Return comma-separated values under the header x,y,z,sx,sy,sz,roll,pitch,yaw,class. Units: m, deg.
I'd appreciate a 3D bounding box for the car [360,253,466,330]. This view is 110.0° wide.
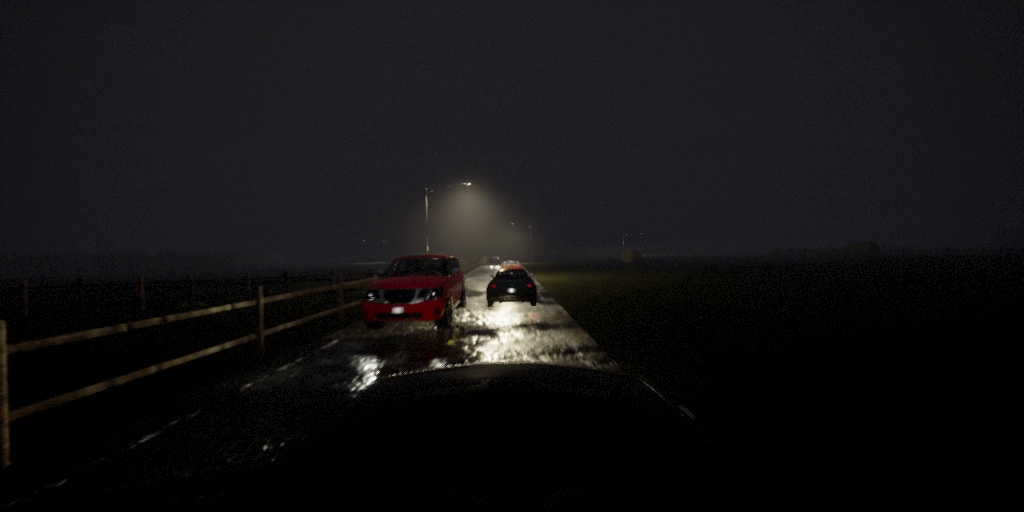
x,y,z,sx,sy,sz,roll,pitch,yaw,class
-2.798,0.939,11.474,2.150,2.045,5.566,-1,1,0,car

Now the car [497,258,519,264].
x,y,z,sx,sy,sz,roll,pitch,yaw,class
-0.060,1.092,32.702,1.895,1.301,4.718,-1,0,0,car

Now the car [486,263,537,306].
x,y,z,sx,sy,sz,roll,pitch,yaw,class
-0.008,1.204,15.085,1.994,1.385,4.181,-1,1,0,car

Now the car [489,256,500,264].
x,y,z,sx,sy,sz,roll,pitch,yaw,class
-2.969,0.759,64.775,2.128,1.511,4.902,0,0,0,car
